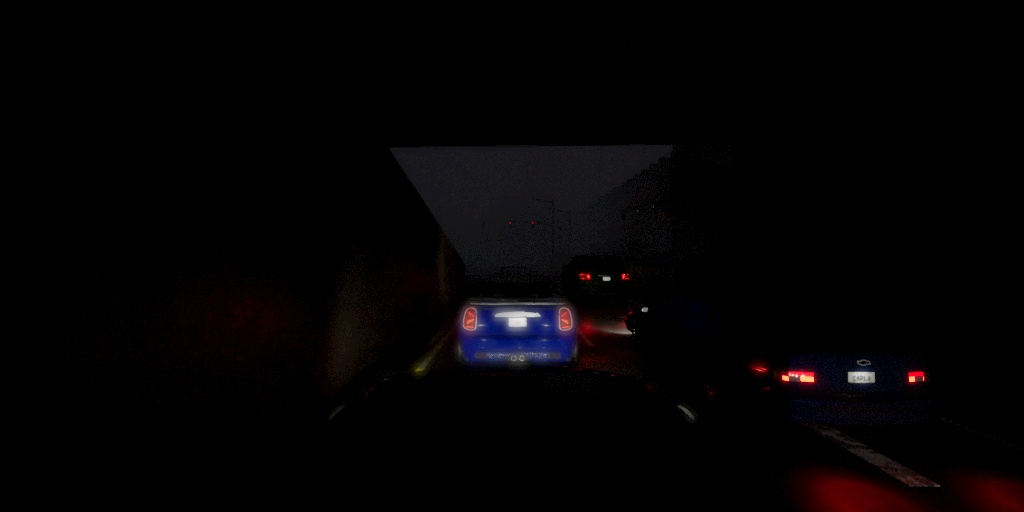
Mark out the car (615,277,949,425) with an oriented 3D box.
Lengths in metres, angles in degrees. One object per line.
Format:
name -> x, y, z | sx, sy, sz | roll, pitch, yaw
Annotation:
car -> 3.611, 1.297, 6.208 | 2.033, 1.411, 5.357 | 0, 0, 0

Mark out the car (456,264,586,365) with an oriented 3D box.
car -> 0.107, 1.102, 7.979 | 2.097, 1.767, 4.553 | 0, 0, 0

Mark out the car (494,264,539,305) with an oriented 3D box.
car -> 0.133, 1.228, 17.262 | 1.882, 1.535, 5.008 | 0, 0, -1

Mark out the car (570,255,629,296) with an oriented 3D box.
car -> 3.646, 0.971, 16.454 | 2.150, 2.045, 5.566 | 0, 0, 0
